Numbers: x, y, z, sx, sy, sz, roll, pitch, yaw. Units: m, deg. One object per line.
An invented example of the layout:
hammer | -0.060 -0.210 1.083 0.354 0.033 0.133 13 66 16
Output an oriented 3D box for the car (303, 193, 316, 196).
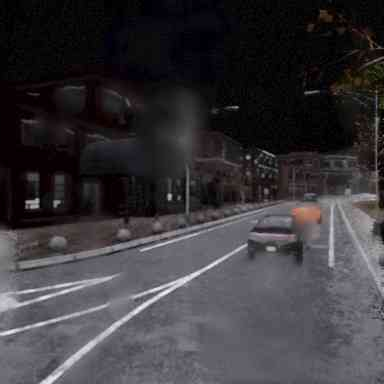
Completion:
car | 24.486 1.188 69.268 2.150 2.045 5.566 0 0 29

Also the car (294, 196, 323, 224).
car | 9.191 1.473 26.376 2.097 1.767 4.553 0 0 23

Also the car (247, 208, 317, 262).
car | 3.451 1.597 12.762 2.128 1.511 4.902 0 0 23
